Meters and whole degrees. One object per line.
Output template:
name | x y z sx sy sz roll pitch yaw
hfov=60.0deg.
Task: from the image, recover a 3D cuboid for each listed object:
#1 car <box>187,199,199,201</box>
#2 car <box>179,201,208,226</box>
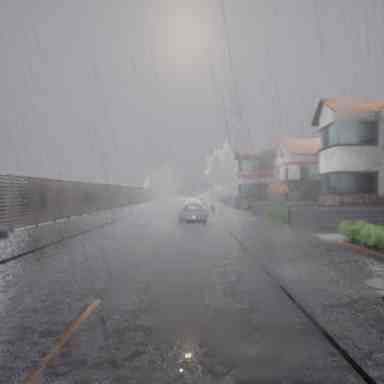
car | 0.094 1.561 39.802 1.882 1.535 5.008 0 0 0
car | 0.100 1.614 23.852 1.994 1.385 4.181 0 0 0
